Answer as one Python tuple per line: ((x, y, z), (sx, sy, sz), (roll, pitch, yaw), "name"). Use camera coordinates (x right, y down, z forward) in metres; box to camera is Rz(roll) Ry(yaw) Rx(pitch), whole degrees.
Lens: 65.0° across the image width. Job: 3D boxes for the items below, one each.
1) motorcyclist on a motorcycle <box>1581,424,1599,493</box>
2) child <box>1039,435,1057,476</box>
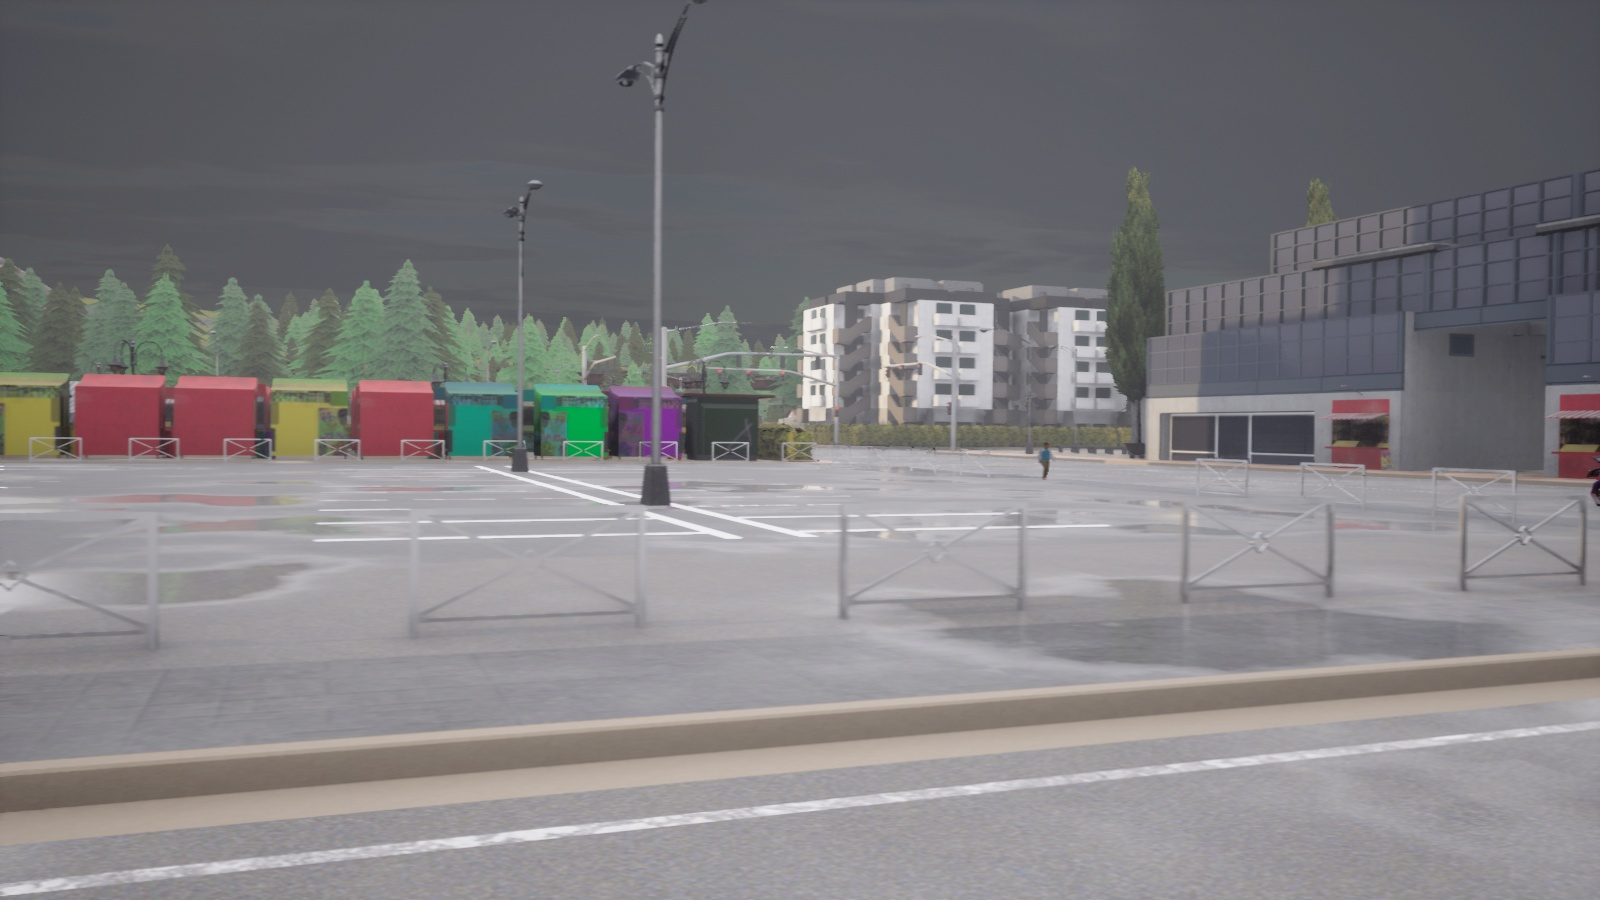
((18.316, 0.191, 27.294), (0.866, 1.530, 2.191), (-1, 1, -19), "motorcyclist on a motorcycle")
((7.213, 0.164, 36.545), (0.343, 1.192, 0.448), (-1, 1, -19), "child")
